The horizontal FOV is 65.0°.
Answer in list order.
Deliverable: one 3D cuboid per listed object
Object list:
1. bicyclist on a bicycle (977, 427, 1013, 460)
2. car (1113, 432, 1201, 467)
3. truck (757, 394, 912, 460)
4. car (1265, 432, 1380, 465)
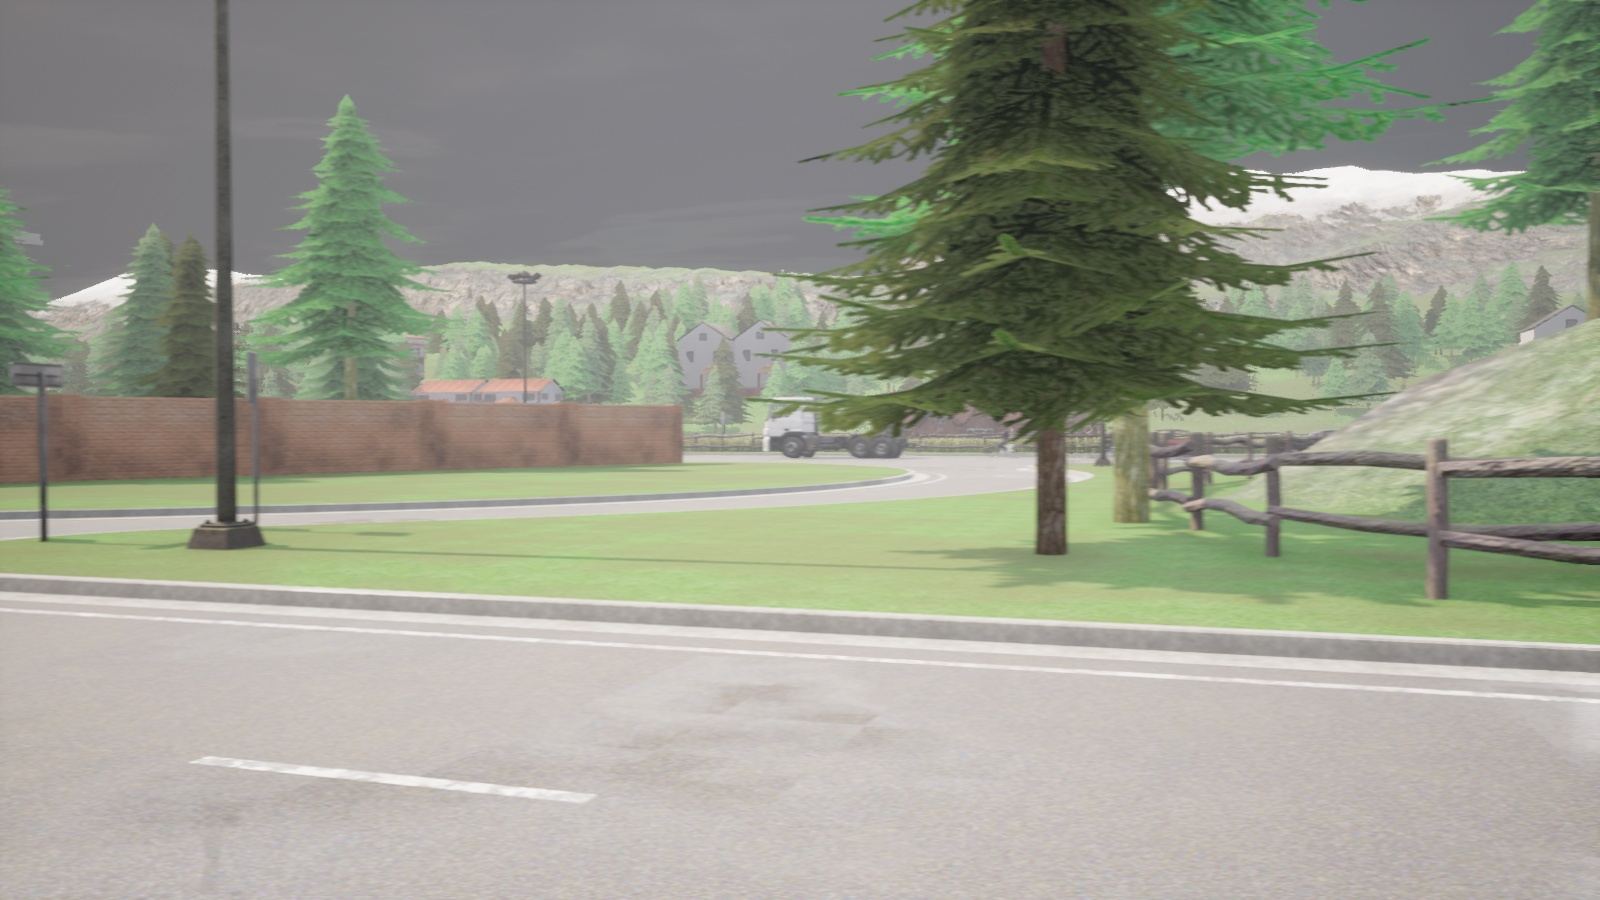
[{"bbox_3d":[10.778,-0.377,69.341,1.843,1.776,0.659,1,1,19],"label":"bicyclist on a bicycle"},{"bbox_3d":[16.052,-0.040,56.465,3.705,1.549,1.789,1,1,19],"label":"car"},{"bbox_3d":[1.877,-1.255,68.654,7.936,3.462,2.891,1,1,19],"label":"truck"},{"bbox_3d":[25.186,-0.072,60.756,5.008,1.535,1.882,0,1,19],"label":"car"}]
